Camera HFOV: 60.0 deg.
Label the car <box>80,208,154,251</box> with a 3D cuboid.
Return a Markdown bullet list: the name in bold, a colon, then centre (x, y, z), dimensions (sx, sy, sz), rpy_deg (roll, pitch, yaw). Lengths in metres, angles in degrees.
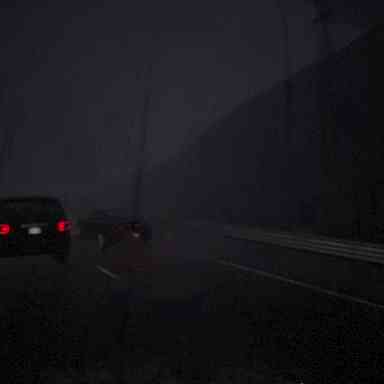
- **car**: centre (-3.352, 1.399, 13.911), dimensions (1.882, 1.535, 5.008), rpy_deg (0, 0, -34)

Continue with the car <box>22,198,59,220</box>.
- **car**: centre (-12.453, 1.327, 27.107), dimensions (1.837, 1.490, 4.892), rpy_deg (0, 1, -36)

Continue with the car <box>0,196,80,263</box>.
- **car**: centre (-5.665, 1.140, 11.073), dimensions (2.150, 2.045, 5.566), rpy_deg (0, 0, -34)
